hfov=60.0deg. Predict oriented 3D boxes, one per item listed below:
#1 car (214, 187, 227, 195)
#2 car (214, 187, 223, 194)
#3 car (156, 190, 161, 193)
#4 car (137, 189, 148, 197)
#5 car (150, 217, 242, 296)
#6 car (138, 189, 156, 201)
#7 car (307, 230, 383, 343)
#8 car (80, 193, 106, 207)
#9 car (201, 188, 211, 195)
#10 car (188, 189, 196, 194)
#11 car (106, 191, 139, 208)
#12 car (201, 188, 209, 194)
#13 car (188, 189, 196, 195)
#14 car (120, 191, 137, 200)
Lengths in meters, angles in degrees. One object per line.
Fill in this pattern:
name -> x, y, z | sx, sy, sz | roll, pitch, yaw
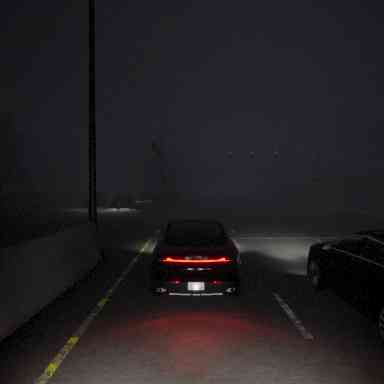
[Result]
car -> 7.017, -0.160, 79.071 | 2.097, 1.767, 4.553 | 0, 1, 0
car -> 7.018, -0.448, 88.238 | 2.097, 1.767, 4.553 | 0, 1, 0
car -> -6.987, 0.309, 67.877 | 1.895, 1.301, 4.718 | 0, 1, 0
car -> -10.485, 0.176, 70.743 | 1.812, 1.442, 4.674 | 0, 1, 0
car -> 0.078, 1.379, 8.325 | 1.837, 1.490, 4.892 | 0, 1, 0
car -> -7.083, 0.557, 51.477 | 1.812, 1.442, 4.674 | 0, 1, 0
car -> 3.567, 1.413, 5.814 | 2.128, 1.511, 4.902 | 0, 1, 0
car -> -10.593, 0.809, 36.211 | 1.882, 1.535, 5.008 | 0, 1, 0
car -> 3.517, -0.186, 80.536 | 2.097, 1.767, 4.553 | 0, 1, 0
car -> 0.018, -0.153, 88.271 | 2.033, 1.411, 5.357 | 0, 1, 0
car -> -7.093, 0.930, 34.463 | 1.994, 1.385, 4.181 | 0, 1, 0
car -> 3.520, -0.243, 90.818 | 1.837, 1.490, 4.892 | 0, 1, 1
car -> 0.018, 0.034, 77.968 | 2.128, 1.511, 4.902 | 0, 1, 0
car -> -10.575, 0.551, 55.576 | 1.895, 1.301, 4.718 | 0, 1, 0
